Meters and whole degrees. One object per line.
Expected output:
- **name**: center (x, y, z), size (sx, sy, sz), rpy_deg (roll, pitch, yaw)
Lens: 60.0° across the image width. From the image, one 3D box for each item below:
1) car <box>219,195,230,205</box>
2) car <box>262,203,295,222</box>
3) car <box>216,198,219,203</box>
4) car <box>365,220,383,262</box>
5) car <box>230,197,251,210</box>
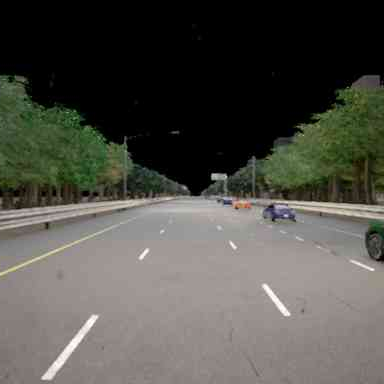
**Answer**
- **car**: center (7.233, 1.975, 69.703), size (1.882, 1.535, 5.008), rpy_deg (0, -1, 0)
- **car**: center (7.027, 1.640, 27.094), size (1.812, 1.442, 4.674), rpy_deg (0, -1, 0)
- **car**: center (7.370, 2.167, 86.689), size (1.837, 1.490, 4.892), rpy_deg (0, -1, 1)
- **car**: center (7.000, 1.236, 9.057), size (2.150, 2.045, 5.566), rpy_deg (0, 0, 0)
- **car**: center (7.105, 1.642, 48.141), size (2.097, 1.767, 4.553), rpy_deg (0, -1, 0)
